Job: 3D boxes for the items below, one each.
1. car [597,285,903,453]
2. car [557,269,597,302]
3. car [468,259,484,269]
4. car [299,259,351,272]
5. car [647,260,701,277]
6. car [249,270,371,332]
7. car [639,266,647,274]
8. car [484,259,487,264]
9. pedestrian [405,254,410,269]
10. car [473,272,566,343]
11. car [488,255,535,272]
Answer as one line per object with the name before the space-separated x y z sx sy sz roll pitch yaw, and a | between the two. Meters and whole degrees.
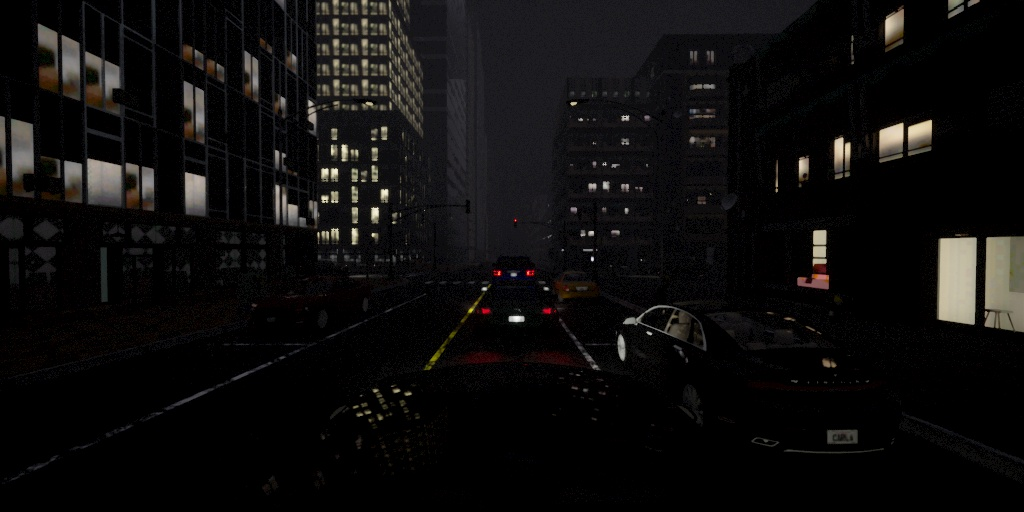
car | 2.817 1.299 5.228 2.007 1.370 4.403 0 0 0
car | 2.813 1.271 16.687 1.751 1.417 4.829 0 0 0
car | -5.711 1.263 54.299 1.751 1.417 4.829 0 0 0
car | -17.868 1.154 34.321 4.674 1.442 1.812 1 1 2
car | 16.922 1.222 37.050 4.553 1.767 2.097 0 1 1
car | -5.825 1.292 10.927 1.888 1.381 4.507 0 0 0
car | 16.294 1.372 39.661 4.403 1.370 2.007 0 0 1
car | -5.713 1.303 60.123 1.948 1.339 4.313 0 0 0
pedestrian | -12.564 0.669 42.984 0.375 1.860 0.375 0 0 1
car | 0.095 1.311 9.652 1.994 1.385 4.181 0 0 0
car | 0.087 0.967 19.459 2.150 2.045 5.566 0 0 0
